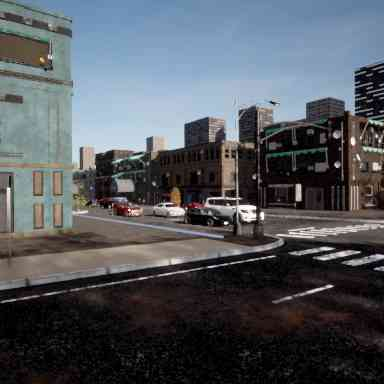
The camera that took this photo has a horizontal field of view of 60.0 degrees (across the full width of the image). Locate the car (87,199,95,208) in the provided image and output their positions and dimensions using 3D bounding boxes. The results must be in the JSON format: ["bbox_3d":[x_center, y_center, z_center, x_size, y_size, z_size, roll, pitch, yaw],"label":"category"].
[{"bbox_3d":[-19.196,2.159,63.450,2.128,1.511,4.902,-1,0,-36],"label":"car"}]

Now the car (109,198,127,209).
[{"bbox_3d":[-8.581,1.931,43.118,1.882,1.535,5.008,-1,0,-35],"label":"car"}]

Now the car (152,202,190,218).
[{"bbox_3d":[-2.537,1.862,34.646,1.812,1.442,4.674,-1,0,-35],"label":"car"}]

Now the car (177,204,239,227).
[{"bbox_3d":[1.085,1.814,24.898,1.947,1.339,4.313,-2,0,-36],"label":"car"}]

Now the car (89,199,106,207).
[{"bbox_3d":[-19.384,2.228,68.149,1.887,1.381,4.507,-1,0,-36],"label":"car"}]

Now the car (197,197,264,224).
[{"bbox_3d":[3.165,1.445,26.662,2.150,2.045,5.566,-1,0,-35],"label":"car"}]

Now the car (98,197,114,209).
[{"bbox_3d":[-13.421,2.066,55.370,1.837,1.490,4.892,-1,0,-36],"label":"car"}]

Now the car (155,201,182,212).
[{"bbox_3d":[-3.288,1.966,45.635,1.802,1.307,4.206,-2,0,-36],"label":"car"}]

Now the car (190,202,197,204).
[{"bbox_3d":[-0.070,1.904,41.133,1.802,1.307,4.206,-2,0,-36],"label":"car"}]

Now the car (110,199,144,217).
[{"bbox_3d":[-6.889,1.846,36.257,1.967,1.590,4.097,-1,0,-36],"label":"car"}]

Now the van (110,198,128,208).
[{"bbox_3d":[-12.951,1.907,59.143,1.690,1.788,3.998,-1,0,-36],"label":"van"}]

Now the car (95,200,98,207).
[{"bbox_3d":[-16.171,1.940,63.646,2.192,1.841,5.009,-1,0,-36],"label":"car"}]
